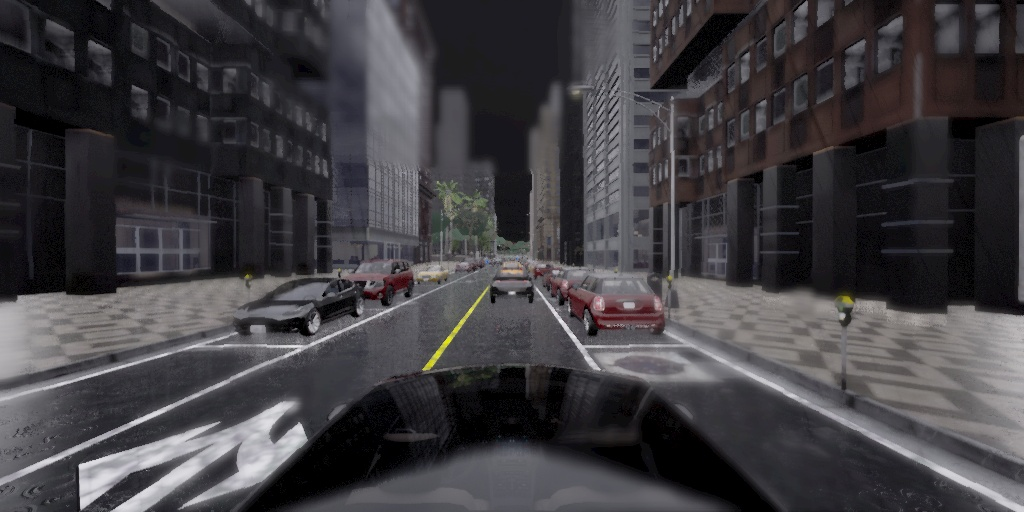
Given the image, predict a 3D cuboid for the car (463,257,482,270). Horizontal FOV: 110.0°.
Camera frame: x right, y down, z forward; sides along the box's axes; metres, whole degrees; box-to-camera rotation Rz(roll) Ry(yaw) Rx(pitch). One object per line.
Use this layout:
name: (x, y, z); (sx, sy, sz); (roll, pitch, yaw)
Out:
car: (-5.763, 1.063, 48.329); (2.192, 1.841, 5.009); (0, 0, 0)

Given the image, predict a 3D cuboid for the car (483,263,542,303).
car: (0.000, 1.241, 16.501); (2.128, 1.511, 4.902); (0, 0, 0)

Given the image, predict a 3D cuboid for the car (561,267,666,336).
car: (2.762, 1.185, 10.345); (1.967, 1.591, 4.097); (0, 0, 0)

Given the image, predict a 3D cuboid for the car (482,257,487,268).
car: (-5.763, 1.069, 59.181); (2.192, 1.841, 5.009); (0, 0, 0)

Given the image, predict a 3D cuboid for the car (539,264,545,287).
car: (2.762, 1.326, 21.194); (1.802, 1.307, 4.207); (0, 0, 0)

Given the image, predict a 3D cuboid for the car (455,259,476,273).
car: (-5.763, 1.328, 42.903); (1.802, 1.307, 4.207); (0, 0, 0)

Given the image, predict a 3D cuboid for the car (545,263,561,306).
car: (2.763, 1.184, 15.769); (1.967, 1.591, 4.097); (0, 0, 0)

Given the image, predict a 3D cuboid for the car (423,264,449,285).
car: (-5.763, 1.269, 26.455); (1.751, 1.417, 4.829); (0, 0, 0)

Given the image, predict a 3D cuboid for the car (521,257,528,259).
car: (2.762, 1.191, 53.744); (1.967, 1.591, 4.097); (0, 0, 0)

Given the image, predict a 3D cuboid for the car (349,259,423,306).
car: (-5.763, 1.059, 15.773); (2.192, 1.841, 5.009); (0, 0, 0)

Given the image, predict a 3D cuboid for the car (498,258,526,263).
car: (0.000, 1.230, 31.501); (1.882, 1.535, 5.008); (0, 0, 0)

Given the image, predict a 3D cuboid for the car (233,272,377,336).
car: (-5.763, 1.311, 10.347); (1.948, 1.339, 4.313); (0, 0, 0)

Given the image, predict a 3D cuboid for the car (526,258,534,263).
car: (2.762, 1.272, 43.064); (1.751, 1.417, 4.829); (0, 0, 0)

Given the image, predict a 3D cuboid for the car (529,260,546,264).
car: (2.762, 1.289, 32.044); (1.888, 1.381, 4.507); (0, 0, 0)

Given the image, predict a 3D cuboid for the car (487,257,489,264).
car: (-5.763, 1.304, 64.606); (1.888, 1.381, 4.507); (0, 0, 0)
